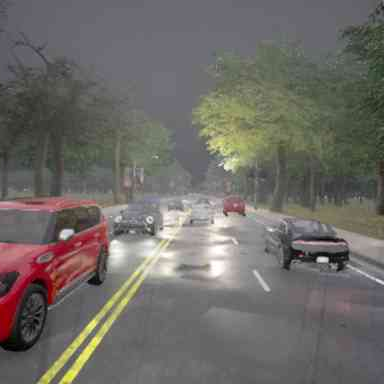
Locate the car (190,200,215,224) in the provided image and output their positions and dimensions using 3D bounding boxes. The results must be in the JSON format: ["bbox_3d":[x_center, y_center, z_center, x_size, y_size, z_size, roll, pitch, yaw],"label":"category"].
[{"bbox_3d":[0.827,1.662,26.295,1.812,1.442,4.674,2,0,2],"label":"car"}]

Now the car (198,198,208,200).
[{"bbox_3d":[1.467,1.580,44.229,2.097,1.767,4.553,2,0,2],"label":"car"}]

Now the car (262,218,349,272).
[{"bbox_3d":[3.650,1.639,11.462,2.128,1.511,4.902,2,0,2],"label":"car"}]

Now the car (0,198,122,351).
[{"bbox_3d":[-3.211,1.165,6.480,2.150,2.045,5.566,2,0,2],"label":"car"}]

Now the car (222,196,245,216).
[{"bbox_3d":[4.493,1.499,36.261,2.150,2.045,5.566,2,0,2],"label":"car"}]

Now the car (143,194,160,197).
[{"bbox_3d":[-5.185,1.248,41.663,2.150,2.045,5.566,2,0,2],"label":"car"}]

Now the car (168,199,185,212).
[{"bbox_3d":[-1.956,1.640,41.360,1.837,1.490,4.892,2,-1,2],"label":"car"}]

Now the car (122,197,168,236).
[{"bbox_3d":[-2.789,1.357,18.334,2.097,1.767,4.553,2,0,2],"label":"car"}]
